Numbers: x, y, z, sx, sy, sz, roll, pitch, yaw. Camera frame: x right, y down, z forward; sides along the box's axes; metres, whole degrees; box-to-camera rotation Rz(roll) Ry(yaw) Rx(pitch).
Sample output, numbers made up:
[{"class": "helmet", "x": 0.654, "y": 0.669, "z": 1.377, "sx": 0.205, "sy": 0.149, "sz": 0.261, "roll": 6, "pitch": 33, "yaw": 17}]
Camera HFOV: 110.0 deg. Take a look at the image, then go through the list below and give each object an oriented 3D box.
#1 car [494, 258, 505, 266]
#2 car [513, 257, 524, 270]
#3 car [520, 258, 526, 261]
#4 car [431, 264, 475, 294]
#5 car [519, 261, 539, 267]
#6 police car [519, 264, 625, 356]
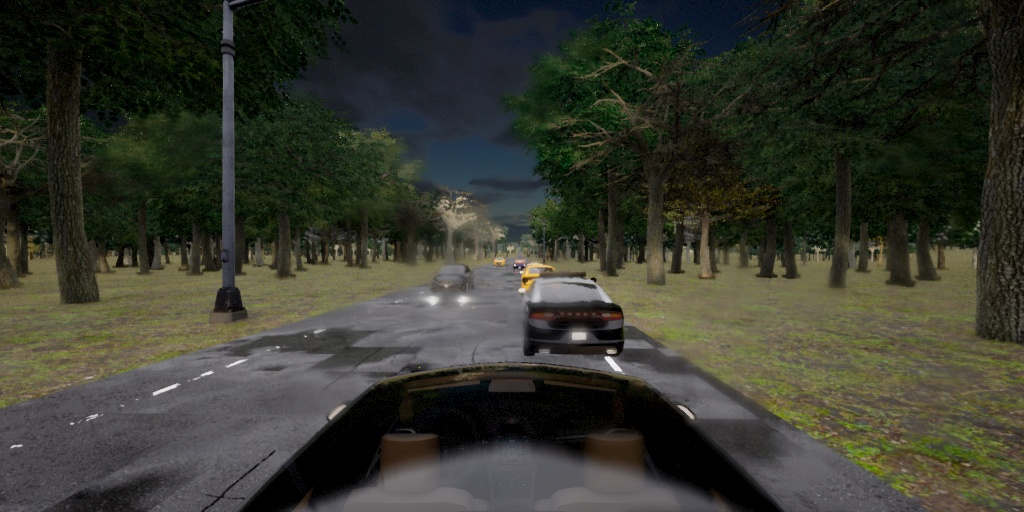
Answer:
[{"class": "car", "x": -2.180, "y": 1.024, "z": 63.419, "sx": 1.882, "sy": 1.535, "sz": 5.008, "roll": 0, "pitch": 0, "yaw": 2}, {"class": "car", "x": 1.086, "y": 1.225, "z": 48.591, "sx": 1.895, "sy": 1.301, "sz": 4.718, "roll": 0, "pitch": 0, "yaw": 2}, {"class": "car", "x": 1.569, "y": 1.170, "z": 24.806, "sx": 1.801, "sy": 1.575, "sz": 5.366, "roll": 0, "pitch": 0, "yaw": 1}, {"class": "car", "x": -3.187, "y": 1.231, "z": 20.137, "sx": 1.837, "sy": 1.490, "sz": 4.892, "roll": 0, "pitch": 0, "yaw": 1}, {"class": "car", "x": 1.430, "y": 1.207, "z": 18.618, "sx": 1.882, "sy": 1.535, "sz": 5.008, "roll": 0, "pitch": 0, "yaw": 1}, {"class": "police car", "x": 1.208, "y": 1.170, "z": 8.728, "sx": 1.930, "sy": 1.638, "sz": 5.238, "roll": 0, "pitch": 0, "yaw": 1}]
